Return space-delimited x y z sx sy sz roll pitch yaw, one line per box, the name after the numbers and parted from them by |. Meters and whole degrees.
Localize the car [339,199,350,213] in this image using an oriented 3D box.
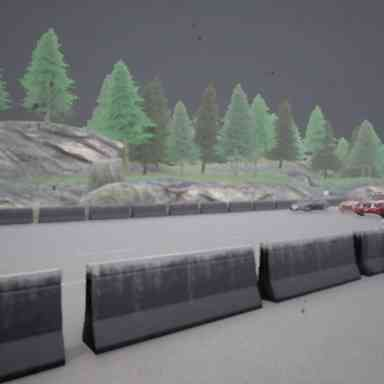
16.585 1.176 33.005 4.553 1.767 2.097 -1 1 -35 | car

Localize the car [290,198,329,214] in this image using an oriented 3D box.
12.058 1.349 34.078 4.902 1.511 2.128 -1 0 -35 | car

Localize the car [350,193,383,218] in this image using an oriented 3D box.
16.342 1.078 28.537 5.566 2.045 2.150 0 0 -35 | car
